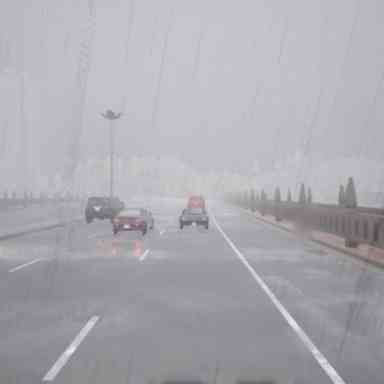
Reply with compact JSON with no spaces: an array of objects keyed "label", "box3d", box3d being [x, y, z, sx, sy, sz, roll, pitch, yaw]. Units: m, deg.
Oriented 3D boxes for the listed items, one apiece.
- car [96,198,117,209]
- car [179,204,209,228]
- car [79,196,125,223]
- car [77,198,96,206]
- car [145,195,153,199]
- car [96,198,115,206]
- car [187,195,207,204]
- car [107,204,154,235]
[{"label":"car","box3d":[-13.279,1.782,51.748,1.837,1.490,4.892,0,0,2]},{"label":"car","box3d":[0.154,1.725,23.078,1.895,1.301,4.718,0,0,1]},{"label":"car","box3d":[-6.794,1.365,26.681,2.150,2.045,5.566,0,0,1]},{"label":"car","box3d":[-19.901,1.839,63.038,1.837,1.490,4.892,0,0,2]},{"label":"car","box3d":[-12.007,1.556,93.400,2.097,1.767,4.553,0,0,2]},{"label":"car","box3d":[-16.403,1.837,63.135,2.128,1.511,4.902,0,0,2]},{"label":"car","box3d":[0.599,1.445,41.496,2.150,2.045,5.566,0,0,2]},{"label":"car","box3d":[-3.375,1.631,19.579,1.812,1.442,4.674,0,0,0]}]
